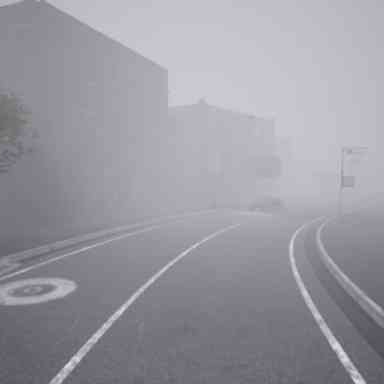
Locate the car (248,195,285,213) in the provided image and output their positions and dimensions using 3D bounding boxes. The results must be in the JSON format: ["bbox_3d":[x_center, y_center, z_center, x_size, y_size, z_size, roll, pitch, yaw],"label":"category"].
[{"bbox_3d":[6.965,1.020,30.455,2.033,1.411,5.357,4,3,33],"label":"car"}]
